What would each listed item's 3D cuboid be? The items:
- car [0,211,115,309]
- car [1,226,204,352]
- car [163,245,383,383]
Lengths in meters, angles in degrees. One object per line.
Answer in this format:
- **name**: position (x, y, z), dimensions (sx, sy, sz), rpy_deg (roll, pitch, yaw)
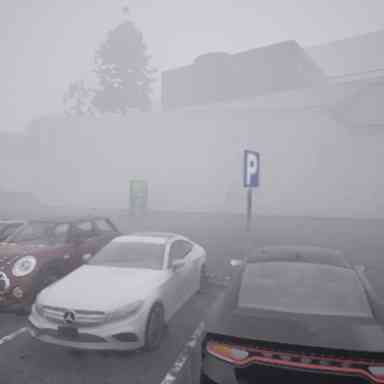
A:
- **car**: position (-3.394, 1.418, 8.263), dimensions (2.185, 1.767, 4.553), rpy_deg (0, -1, 16)
- **car**: position (-0.960, 1.563, 6.489), dimensions (2.002, 1.452, 4.674), rpy_deg (0, -1, 16)
- **car**: position (1.476, 1.499, 4.738), dimensions (2.097, 1.535, 5.008), rpy_deg (0, -1, 16)
